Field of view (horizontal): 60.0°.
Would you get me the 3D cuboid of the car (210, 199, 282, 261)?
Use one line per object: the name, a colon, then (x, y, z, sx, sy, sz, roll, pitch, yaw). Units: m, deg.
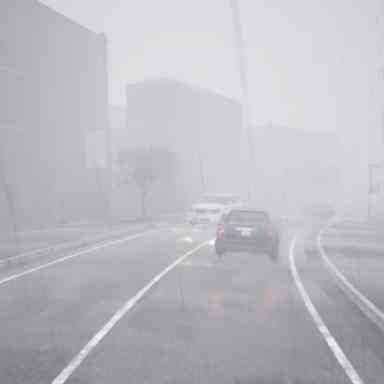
car: (2.313, 1.345, 12.737, 2.097, 1.767, 4.553, 2, 0, 16)

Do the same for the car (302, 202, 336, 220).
car: (11.405, 1.632, 29.736, 1.994, 1.385, 4.181, 4, 2, 39)

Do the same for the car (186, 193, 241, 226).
car: (1.656, 1.076, 21.408, 2.150, 2.045, 5.566, 2, 1, 26)
